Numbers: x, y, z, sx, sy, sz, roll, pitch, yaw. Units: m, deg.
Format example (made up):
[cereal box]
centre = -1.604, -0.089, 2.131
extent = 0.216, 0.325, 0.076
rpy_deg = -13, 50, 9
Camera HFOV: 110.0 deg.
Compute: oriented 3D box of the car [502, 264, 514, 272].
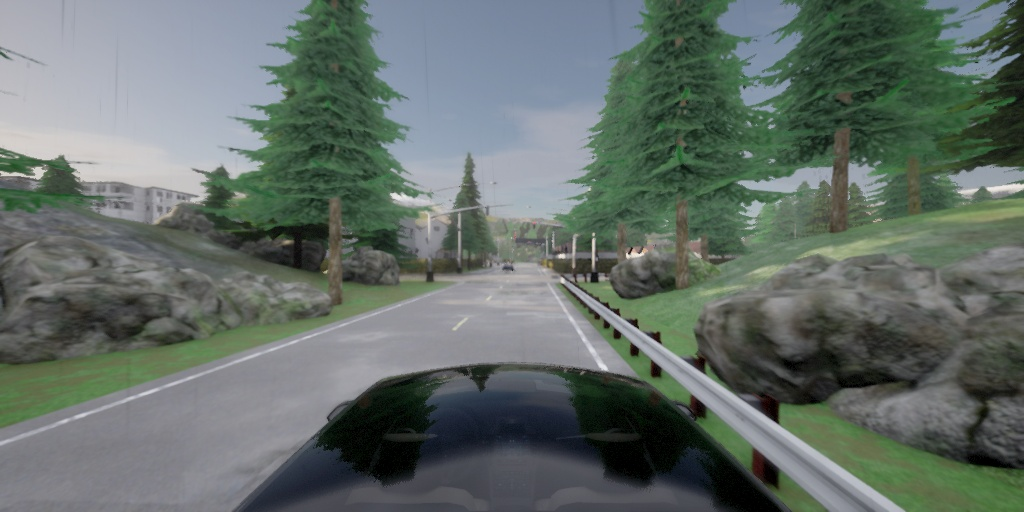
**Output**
[car]
centre = -0.656, 1.908, 59.233
extent = 1.895, 1.301, 4.718
rpy_deg = 0, 0, 3
